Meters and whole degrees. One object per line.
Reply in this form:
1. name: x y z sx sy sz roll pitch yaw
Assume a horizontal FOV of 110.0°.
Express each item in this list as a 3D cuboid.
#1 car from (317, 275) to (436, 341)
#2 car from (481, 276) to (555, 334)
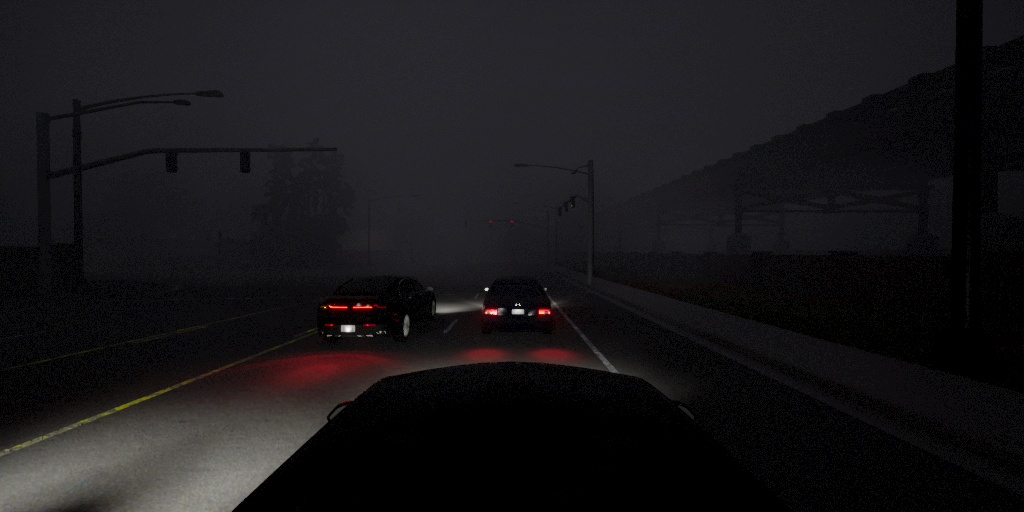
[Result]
1. car: -3.382 1.255 9.831 1.837 1.490 4.892 0 0 0
2. car: 0.124 1.301 10.598 2.033 1.411 5.357 0 0 0
